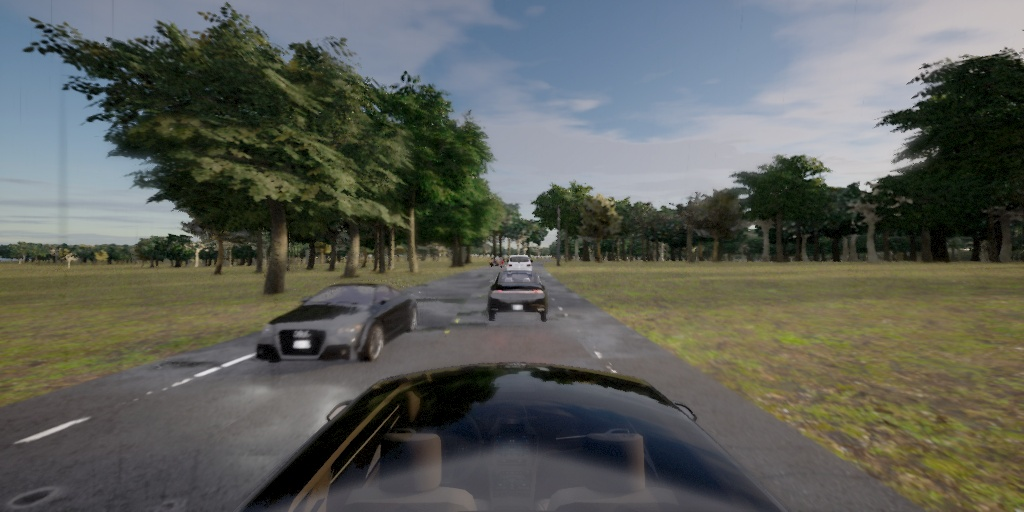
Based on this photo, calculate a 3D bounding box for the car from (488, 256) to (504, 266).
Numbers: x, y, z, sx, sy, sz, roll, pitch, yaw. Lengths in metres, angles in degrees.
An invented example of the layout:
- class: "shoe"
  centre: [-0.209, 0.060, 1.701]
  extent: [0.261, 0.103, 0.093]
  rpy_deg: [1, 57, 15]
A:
- class: "car"
  centre: [-2.131, 0.786, 48.929]
  extent: [1.882, 1.535, 5.008]
  rpy_deg: [0, 0, 3]

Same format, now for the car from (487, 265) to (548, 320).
- class: "car"
  centre: [0.197, 1.244, 12.567]
  extent: [2.128, 1.511, 4.902]
  rpy_deg: [0, 0, 1]

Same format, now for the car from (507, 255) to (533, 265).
- class: "car"
  centre: [0.714, 0.948, 32.666]
  extent: [2.150, 2.045, 5.566]
  rpy_deg: [0, 0, 2]

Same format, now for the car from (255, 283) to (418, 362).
- class: "car"
  centre: [-3.551, 1.314, 8.083]
  extent: [1.994, 1.385, 4.181]
  rpy_deg: [0, 0, 1]
